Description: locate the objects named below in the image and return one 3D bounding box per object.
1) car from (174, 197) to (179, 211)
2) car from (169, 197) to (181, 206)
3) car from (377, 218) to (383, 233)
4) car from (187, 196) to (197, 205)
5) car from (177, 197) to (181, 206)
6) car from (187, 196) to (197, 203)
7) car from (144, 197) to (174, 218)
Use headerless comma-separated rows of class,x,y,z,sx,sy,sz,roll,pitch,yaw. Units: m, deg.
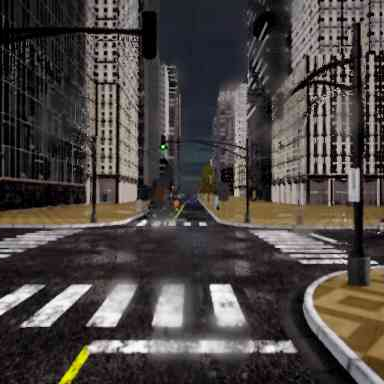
car,-3.073,1.661,39.998,2.033,1.411,5.357,0,0,0
car,-3.006,1.644,59.542,1.882,1.535,5.008,0,0,0
car,12.283,1.613,17.375,4.902,1.511,2.128,0,0,-3
car,-0.006,1.720,61.783,2.033,1.411,5.357,0,0,0
car,-3.006,1.491,49.323,2.097,1.767,4.553,0,0,0
car,-0.007,1.557,72.205,2.128,1.511,4.902,0,0,0
car,-3.118,1.440,30.525,2.097,1.767,4.553,0,0,1
